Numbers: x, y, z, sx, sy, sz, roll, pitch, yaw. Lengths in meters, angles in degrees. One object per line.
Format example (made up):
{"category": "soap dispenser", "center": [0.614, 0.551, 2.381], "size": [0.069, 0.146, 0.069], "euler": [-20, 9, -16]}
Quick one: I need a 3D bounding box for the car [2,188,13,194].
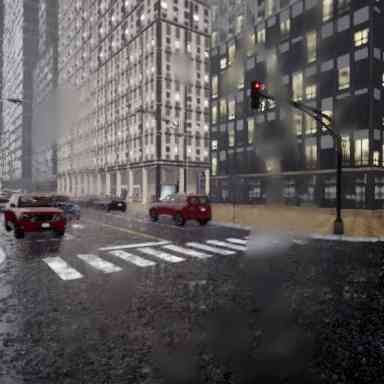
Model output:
{"category": "car", "center": [-46.403, -0.204, 83.593], "size": [2.008, 1.369, 4.403], "euler": [2, 0, -36]}

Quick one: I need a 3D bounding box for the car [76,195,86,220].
{"category": "car", "center": [-9.067, 0.943, 22.297], "size": [2.097, 1.767, 4.553], "euler": [0, 1, -36]}

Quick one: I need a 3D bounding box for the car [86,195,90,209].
{"category": "car", "center": [-10.552, 0.981, 34.218], "size": [1.947, 1.339, 4.313], "euler": [2, 0, -36]}

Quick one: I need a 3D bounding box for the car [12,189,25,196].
{"category": "car", "center": [-36.625, 0.112, 70.127], "size": [1.887, 1.381, 4.507], "euler": [2, 0, -36]}

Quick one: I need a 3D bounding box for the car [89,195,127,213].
{"category": "car", "center": [-7.292, 1.086, 29.729], "size": [1.947, 1.339, 4.313], "euler": [2, 0, -36]}

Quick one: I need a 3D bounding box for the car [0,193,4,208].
{"category": "car", "center": [-20.553, 0.831, 33.729], "size": [2.008, 1.369, 4.403], "euler": [2, 0, -36]}

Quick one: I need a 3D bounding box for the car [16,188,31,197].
{"category": "car", "center": [-33.362, 0.114, 65.638], "size": [1.967, 1.590, 4.097], "euler": [2, 0, -36]}

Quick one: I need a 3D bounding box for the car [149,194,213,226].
{"category": "car", "center": [-0.767, 1.043, 20.751], "size": [2.192, 1.841, 5.009], "euler": [2, 0, -36]}

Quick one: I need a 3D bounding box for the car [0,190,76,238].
{"category": "car", "center": [-7.511, 1.012, 15.778], "size": [2.192, 1.841, 5.009], "euler": [2, 0, -36]}

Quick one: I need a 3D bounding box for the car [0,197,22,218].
{"category": "car", "center": [-14.036, 1.071, 24.754], "size": [1.802, 1.307, 4.206], "euler": [2, 0, -36]}
